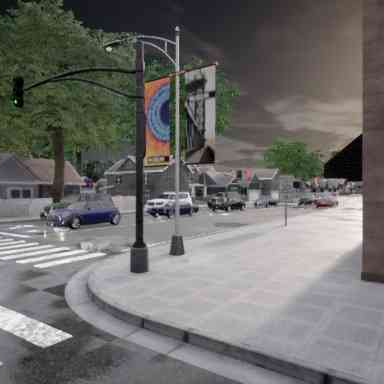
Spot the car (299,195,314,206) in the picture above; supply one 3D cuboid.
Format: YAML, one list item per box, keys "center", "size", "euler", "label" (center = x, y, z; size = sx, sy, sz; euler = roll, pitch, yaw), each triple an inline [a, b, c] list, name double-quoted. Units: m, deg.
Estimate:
- center: [16.863, 1.226, 47.796]
  size: [1.837, 1.490, 4.892]
  euler: [0, 0, 36]
  label: "car"

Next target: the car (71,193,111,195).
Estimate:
- center: [-8.167, 1.120, 24.373]
  size: [2.150, 2.045, 5.566]
  euler: [0, 0, 34]
  label: "car"

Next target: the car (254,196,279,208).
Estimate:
- center: [9.788, 1.248, 43.778]
  size: [2.128, 1.511, 4.902]
  euler: [0, 0, 36]
  label: "car"

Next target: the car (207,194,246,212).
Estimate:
- center: [3.989, 1.287, 35.715]
  size: [1.882, 1.535, 5.008]
  euler: [0, 0, 35]
  label: "car"

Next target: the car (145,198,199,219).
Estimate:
- center: [-1.463, 1.462, 28.114]
  size: [1.895, 1.301, 4.718]
  euler: [0, 0, 36]
  label: "car"

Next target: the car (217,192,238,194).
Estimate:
- center: [4.083, 1.004, 41.412]
  size: [2.150, 2.045, 5.566]
  euler: [0, 0, 35]
  label: "car"

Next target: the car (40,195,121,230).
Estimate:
- center: [-6.690, 1.263, 20.797]
  size: [2.097, 1.767, 4.553]
  euler: [0, 0, 35]
  label: "car"

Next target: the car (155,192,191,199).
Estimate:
- center: [-2.174, 1.063, 32.683]
  size: [2.150, 2.045, 5.566]
  euler: [0, 0, 35]
  label: "car"

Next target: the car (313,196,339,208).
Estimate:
- center: [17.751, 1.301, 43.453]
  size: [1.994, 1.385, 4.181]
  euler: [0, 0, 36]
  label: "car"
